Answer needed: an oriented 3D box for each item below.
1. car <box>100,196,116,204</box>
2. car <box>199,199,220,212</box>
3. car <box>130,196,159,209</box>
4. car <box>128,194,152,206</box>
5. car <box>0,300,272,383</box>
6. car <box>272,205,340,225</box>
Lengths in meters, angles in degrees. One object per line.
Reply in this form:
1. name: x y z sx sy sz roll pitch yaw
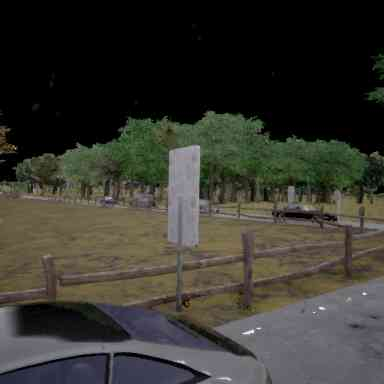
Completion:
1. car: -16.051 1.577 63.596 1.812 1.442 4.674 2 -1 -35
2. car: 0.933 1.503 34.804 2.128 1.511 4.902 2 -1 -36
3. car: -6.086 1.572 44.637 1.994 1.385 4.181 2 -1 -36
4. car: -8.081 1.302 52.488 2.150 2.045 5.566 2 -1 -36
5. car: -1.361 1.563 2.097 4.181 1.385 1.994 0 0 -36
6. car: 8.291 1.618 24.510 1.895 1.301 4.718 2 -1 -36
